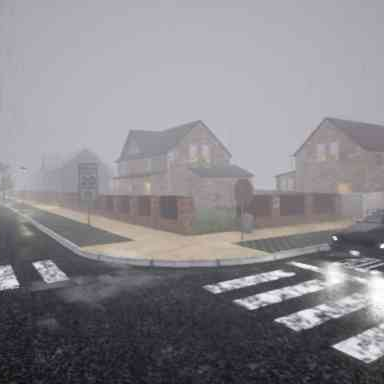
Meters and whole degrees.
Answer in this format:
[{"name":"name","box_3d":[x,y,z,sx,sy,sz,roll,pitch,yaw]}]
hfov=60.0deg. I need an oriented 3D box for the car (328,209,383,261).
[{"name":"car","box_3d":[6.655,1.200,10.350,5.357,1.411,2.033,-1,2,-31]}]
